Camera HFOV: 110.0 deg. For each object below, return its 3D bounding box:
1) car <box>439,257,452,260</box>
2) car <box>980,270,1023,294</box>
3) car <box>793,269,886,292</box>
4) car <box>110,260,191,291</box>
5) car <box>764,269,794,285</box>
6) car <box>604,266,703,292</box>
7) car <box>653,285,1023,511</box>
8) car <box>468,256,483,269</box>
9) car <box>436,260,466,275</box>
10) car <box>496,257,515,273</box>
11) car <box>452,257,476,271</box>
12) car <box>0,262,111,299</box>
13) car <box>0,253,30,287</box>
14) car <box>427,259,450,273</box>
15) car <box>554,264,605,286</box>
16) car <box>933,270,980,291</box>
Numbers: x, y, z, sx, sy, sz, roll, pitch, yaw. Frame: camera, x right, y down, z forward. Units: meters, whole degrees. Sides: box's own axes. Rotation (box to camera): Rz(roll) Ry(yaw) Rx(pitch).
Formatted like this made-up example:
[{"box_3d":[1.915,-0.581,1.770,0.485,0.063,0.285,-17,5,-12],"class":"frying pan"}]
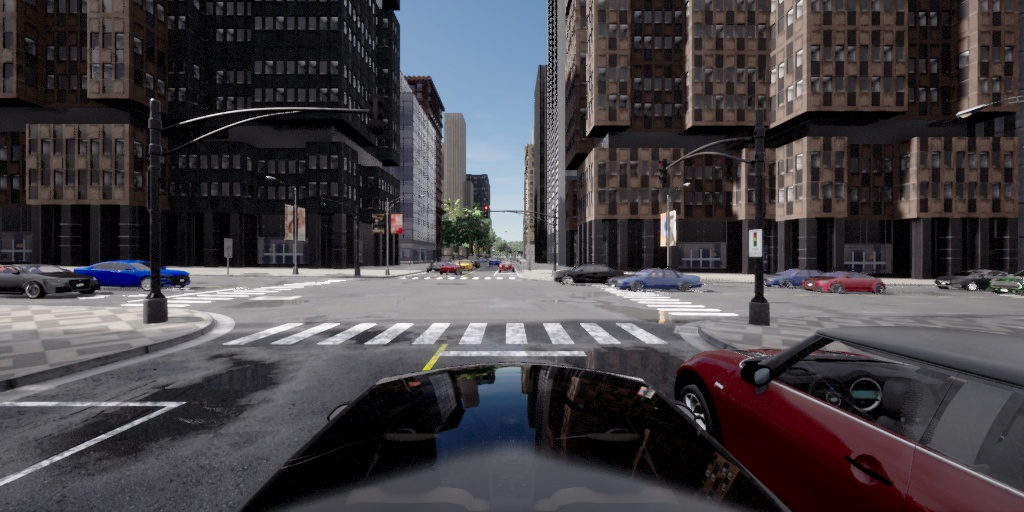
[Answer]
[{"box_3d":[-9.191,1.084,49.161,2.192,1.841,5.009,0,0,0],"class":"car"},{"box_3d":[33.308,1.608,22.603,4.553,1.767,2.097,1,0,0],"class":"car"},{"box_3d":[20.729,1.635,22.547,4.181,1.385,1.994,1,0,-1],"class":"car"},{"box_3d":[-19.838,0.976,18.837,5.008,1.535,1.882,1,0,0],"class":"car"},{"box_3d":[20.635,1.615,25.796,5.357,1.411,2.033,1,0,0],"class":"car"},{"box_3d":[8.790,1.448,22.034,5.357,1.411,2.033,1,0,-6],"class":"car"},{"box_3d":[2.763,1.190,2.403,1.967,1.591,4.097,0,0,0],"class":"car"},{"box_3d":[-6.588,1.012,59.293,2.150,2.045,5.566,0,0,0],"class":"car"},{"box_3d":[-6.482,1.347,38.563,1.895,1.301,4.718,0,0,1],"class":"car"},{"box_3d":[-0.628,1.197,43.792,1.967,1.591,4.097,0,0,0],"class":"car"},{"box_3d":[-6.522,1.247,48.958,1.882,1.535,5.008,0,0,0],"class":"car"},{"box_3d":[-20.774,1.053,15.583,4.181,1.385,1.994,1,0,0],"class":"car"},{"box_3d":[-28.950,0.722,18.780,4.553,1.767,2.097,1,0,0],"class":"car"},{"box_3d":[-9.153,1.323,43.735,1.948,1.339,4.313,0,0,0],"class":"car"},{"box_3d":[5.499,1.326,25.696,5.008,1.535,1.882,1,0,0],"class":"car"},{"box_3d":[33.535,1.759,25.868,4.892,1.490,1.837,1,0,0],"class":"car"}]
